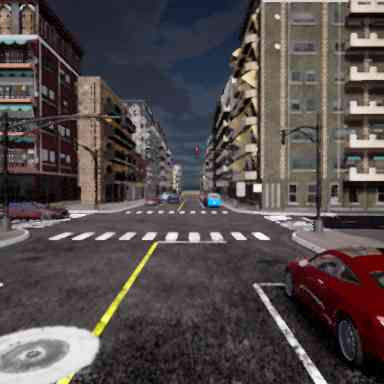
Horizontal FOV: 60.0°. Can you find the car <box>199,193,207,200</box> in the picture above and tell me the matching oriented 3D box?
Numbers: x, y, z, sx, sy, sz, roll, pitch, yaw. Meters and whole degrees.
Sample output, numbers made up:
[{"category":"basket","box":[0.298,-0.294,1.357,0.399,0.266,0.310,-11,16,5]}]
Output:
[{"category":"car","box":[2.702,1.023,81.953,1.967,1.590,4.097,-1,0,0]}]

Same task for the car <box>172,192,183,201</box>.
[{"category":"car","box":[-3.022,0.966,71.172,2.097,1.767,4.553,0,0,0]}]

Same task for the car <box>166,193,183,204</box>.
[{"category":"car","box":[-3.064,1.244,55.112,1.994,1.385,4.181,0,0,1]}]

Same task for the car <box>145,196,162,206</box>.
[{"category":"car","box":[-5.857,1.291,48.876,1.802,1.307,4.206,-1,0,0]}]

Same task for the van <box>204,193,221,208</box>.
[{"category":"van","box":[2.797,1.077,43.331,1.690,1.788,3.998,-1,0,0]}]

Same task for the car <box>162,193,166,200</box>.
[{"category":"car","box":[-5.859,1.250,54.398,1.947,1.339,4.313,-1,0,0]}]

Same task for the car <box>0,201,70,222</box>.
[{"category":"car","box":[-11.473,1.328,23.279,5.357,1.411,2.033,1,1,0]}]

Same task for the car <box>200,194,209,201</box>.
[{"category":"car","box":[2.659,1.165,70.911,1.887,1.381,4.507,-1,0,0]}]

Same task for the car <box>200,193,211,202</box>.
[{"category":"car","box":[2.660,1.080,65.390,1.967,1.590,4.097,-1,0,0]}]

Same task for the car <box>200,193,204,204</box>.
[{"category":"car","box":[2.706,1.024,48.827,2.192,1.841,5.009,-1,0,0]}]

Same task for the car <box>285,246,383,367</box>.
[{"category":"car","box":[2.790,1.543,5.431,1.802,1.307,4.206,0,0,0]}]
